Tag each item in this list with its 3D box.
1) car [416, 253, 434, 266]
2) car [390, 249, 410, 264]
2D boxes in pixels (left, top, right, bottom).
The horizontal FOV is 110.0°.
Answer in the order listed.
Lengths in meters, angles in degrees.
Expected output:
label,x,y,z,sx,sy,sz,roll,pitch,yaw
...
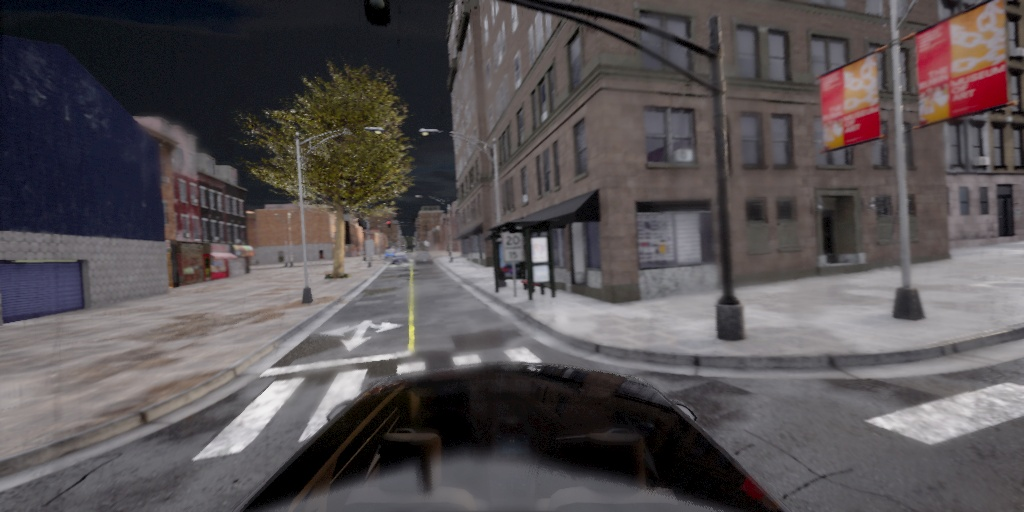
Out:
label,x,y,z,sx,sy,sz,roll,pitch,yaw
car,-10.329,0.298,42.277,1.994,1.385,4.181,-3,4,-14
car,-14.283,0.201,46.037,1.812,1.442,4.674,-4,4,-15
